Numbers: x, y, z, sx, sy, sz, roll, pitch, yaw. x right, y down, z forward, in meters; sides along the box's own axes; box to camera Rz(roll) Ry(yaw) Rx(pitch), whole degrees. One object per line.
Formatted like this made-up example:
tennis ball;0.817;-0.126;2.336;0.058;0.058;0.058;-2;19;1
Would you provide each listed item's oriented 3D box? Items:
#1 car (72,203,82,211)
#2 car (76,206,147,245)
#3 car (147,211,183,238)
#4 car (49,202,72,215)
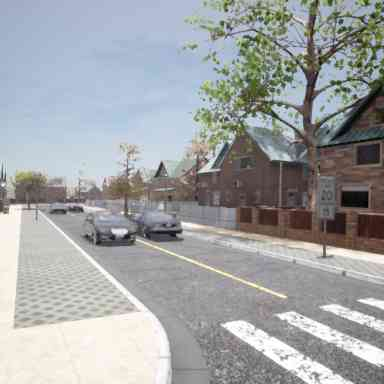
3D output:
car;-17.138;2.220;48.497;1.895;1.301;4.718;2;-2;-27
car;-4.235;1.669;16.683;2.128;1.511;4.902;2;-1;-27
car;-2.355;1.827;19.489;2.033;1.411;5.357;2;-1;-27
car;-16.624;2.005;41.179;2.033;1.411;5.357;2;-2;-26
